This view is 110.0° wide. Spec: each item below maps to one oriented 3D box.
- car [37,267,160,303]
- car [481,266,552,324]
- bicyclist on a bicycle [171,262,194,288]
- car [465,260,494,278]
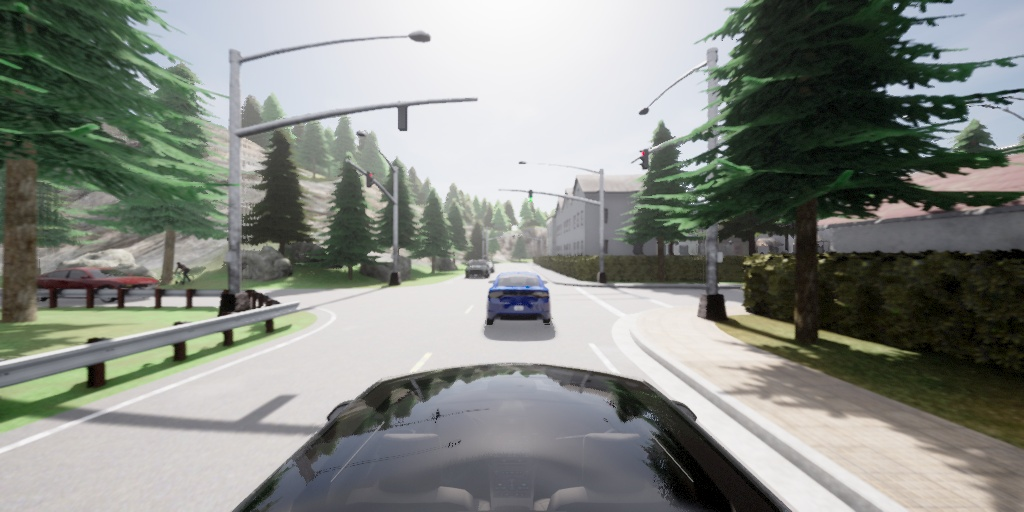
[{"bbox_3d":[-19.155,1.257,16.458,5.008,1.535,1.882,0,0,0],"label":"car"},{"bbox_3d":[0.210,1.252,12.057,1.882,1.535,5.008,0,0,1],"label":"car"},{"bbox_3d":[-21.634,1.191,23.521,0.582,1.620,1.656,-2,6,0],"label":"bicyclist on a bicycle"},{"bbox_3d":[-3.219,1.158,34.474,2.097,1.767,4.553,0,0,1],"label":"car"}]
